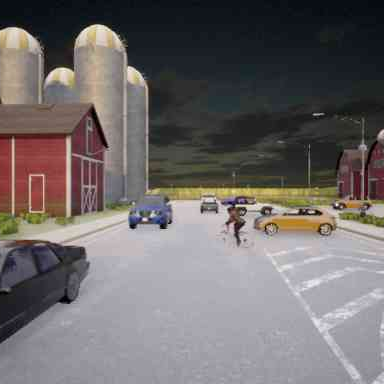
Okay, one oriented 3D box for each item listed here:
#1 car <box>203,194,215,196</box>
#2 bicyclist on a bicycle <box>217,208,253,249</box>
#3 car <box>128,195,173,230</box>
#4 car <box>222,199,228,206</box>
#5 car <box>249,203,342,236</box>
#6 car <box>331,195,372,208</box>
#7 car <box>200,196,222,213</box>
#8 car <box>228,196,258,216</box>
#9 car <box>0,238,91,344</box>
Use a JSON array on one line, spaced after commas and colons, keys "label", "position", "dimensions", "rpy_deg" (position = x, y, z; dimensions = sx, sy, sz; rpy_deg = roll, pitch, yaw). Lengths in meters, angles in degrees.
[{"label": "car", "position": [2.396, 1.221, 46.284], "dimensions": [2.150, 2.045, 5.566], "rpy_deg": [0, 0, 4]}, {"label": "bicyclist on a bicycle", "position": [1.690, 1.455, 13.311], "dimensions": [1.656, 1.620, 0.582], "rpy_deg": [-3, -2, 37]}, {"label": "car", "position": [-2.530, 1.222, 21.642], "dimensions": [2.150, 2.045, 5.566], "rpy_deg": [0, 0, 3]}, {"label": "car", "position": [7.076, 1.480, 55.506], "dimensions": [4.611, 1.667, 2.242], "rpy_deg": [0, 0, 4]}, {"label": "car", "position": [5.441, 1.506, 17.849], "dimensions": [4.193, 1.474, 1.816], "rpy_deg": [0, 0, 4]}, {"label": "car", "position": [19.488, 1.310, 40.740], "dimensions": [4.605, 1.855, 1.932], "rpy_deg": [0, 0, 4]}, {"label": "car", "position": [1.902, 1.492, 36.205], "dimensions": [2.128, 1.511, 4.902], "rpy_deg": [0, 0, 3]}, {"label": "car", "position": [5.661, 1.313, 31.341], "dimensions": [3.866, 1.878, 1.905], "rpy_deg": [0, 0, 4]}, {"label": "car", "position": [-3.388, 1.547, 5.529], "dimensions": [2.033, 1.411, 5.357], "rpy_deg": [0, 0, 3]}]
